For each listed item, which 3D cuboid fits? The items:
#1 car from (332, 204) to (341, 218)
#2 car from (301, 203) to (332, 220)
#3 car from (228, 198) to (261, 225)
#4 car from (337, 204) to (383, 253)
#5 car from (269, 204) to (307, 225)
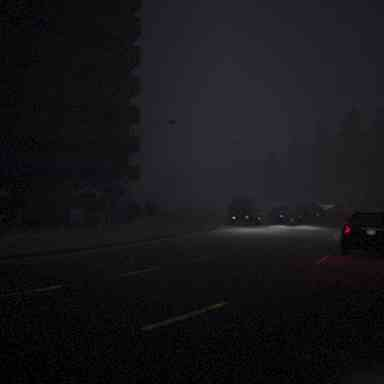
[{"bbox_3d":[14.336,1.835,31.053,1.882,1.535,5.008,1,-1,-4],"label":"car"},{"bbox_3d":[10.809,1.833,31.651,2.128,1.511,4.902,1,-1,-5],"label":"car"},{"bbox_3d":[4.067,1.480,26.703,2.150,2.045,5.566,1,0,2],"label":"car"},{"bbox_3d":[7.559,1.519,13.954,2.097,1.767,4.553,0,-1,29],"label":"car"},{"bbox_3d":[7.388,1.804,26.691,1.812,1.442,4.674,1,0,1],"label":"car"}]
